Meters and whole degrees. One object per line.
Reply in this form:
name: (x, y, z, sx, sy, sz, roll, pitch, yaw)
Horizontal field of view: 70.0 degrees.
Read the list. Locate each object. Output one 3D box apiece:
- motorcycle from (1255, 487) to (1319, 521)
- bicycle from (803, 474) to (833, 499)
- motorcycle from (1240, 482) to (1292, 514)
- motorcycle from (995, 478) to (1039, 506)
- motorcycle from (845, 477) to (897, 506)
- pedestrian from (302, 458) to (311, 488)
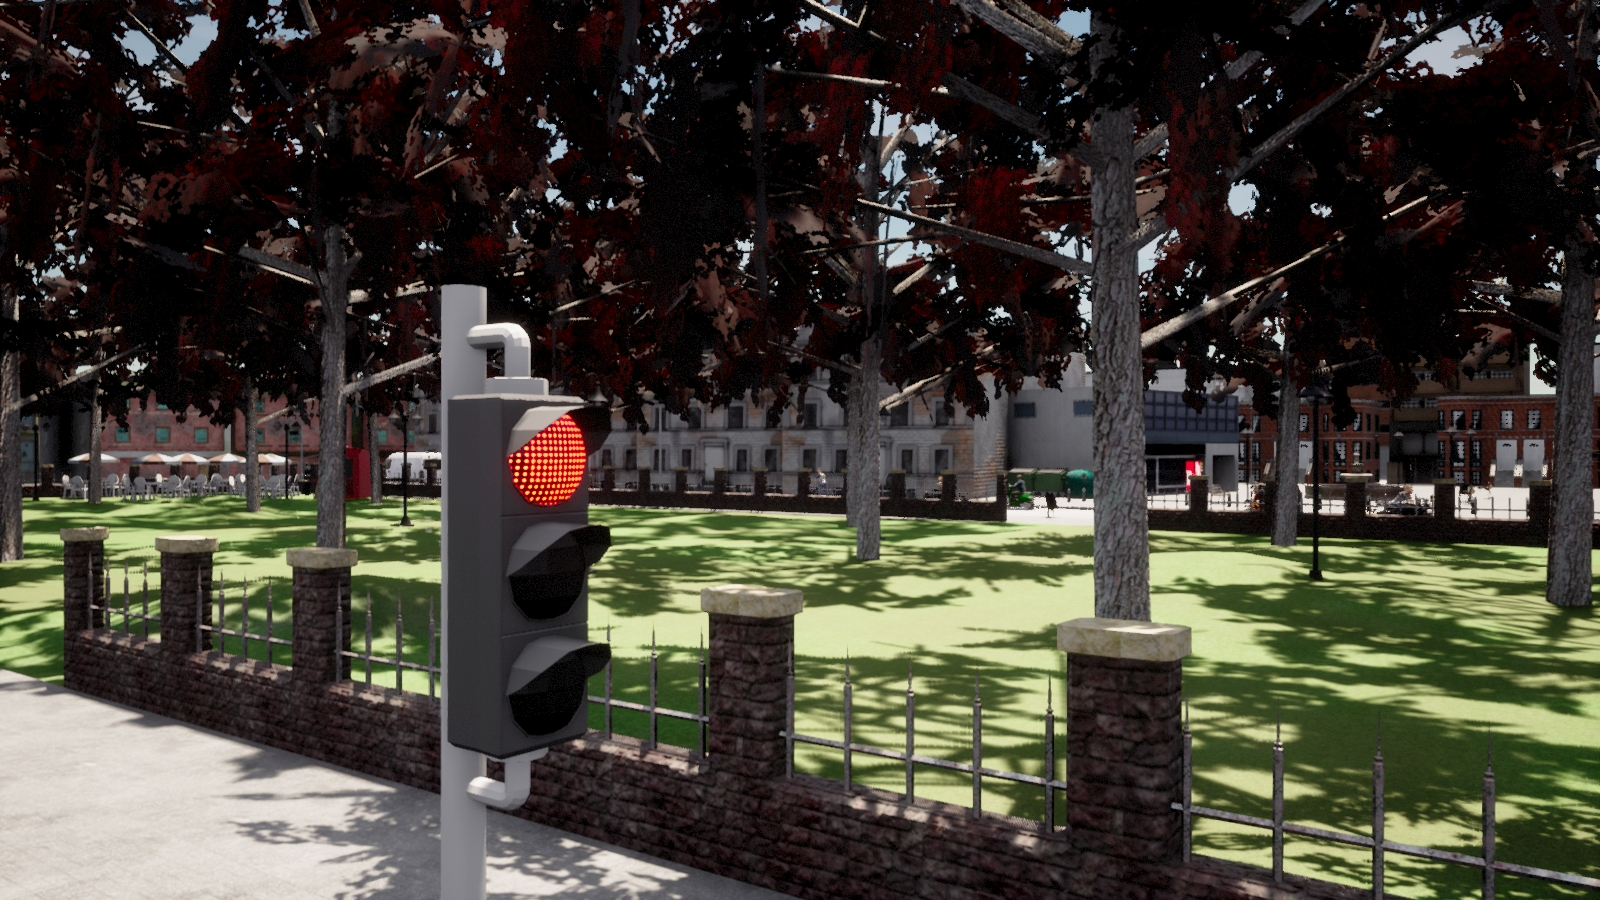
motorcycle: (18.025, 1.978, 42.308, 2.033, 1.145, 0.803, 1, 0, 36)
bicycle: (0.937, 1.893, 59.680, 1.643, 1.296, 0.373, 0, 0, 36)
motorcycle: (18.977, 1.946, 46.490, 1.805, 1.236, 0.856, 0, 0, 36)
motorcycle: (10.076, 1.933, 52.971, 1.805, 1.236, 0.856, 0, 0, 36)
motorcycle: (3.301, 1.914, 53.024, 2.356, 1.277, 0.764, 0, 0, 36)
pedestrian: (-31.189, 1.442, 72.232, 0.375, 1.860, 0.375, 0, 0, 36)
